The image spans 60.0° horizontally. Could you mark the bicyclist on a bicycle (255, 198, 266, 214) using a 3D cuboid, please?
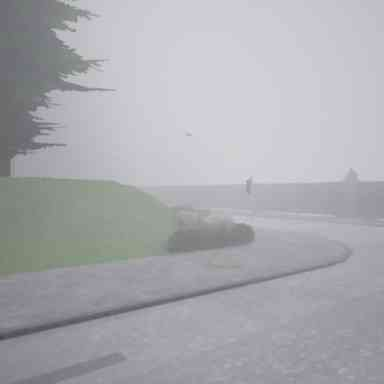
[{"bbox_3d":[7.018,1.426,34.103,1.656,1.620,0.582,0,0,-36],"label":"bicyclist on a bicycle"}]

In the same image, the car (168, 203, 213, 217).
[{"bbox_3d":[-0.204,1.652,29.764,1.895,1.301,4.718,0,0,-36],"label":"car"}]
